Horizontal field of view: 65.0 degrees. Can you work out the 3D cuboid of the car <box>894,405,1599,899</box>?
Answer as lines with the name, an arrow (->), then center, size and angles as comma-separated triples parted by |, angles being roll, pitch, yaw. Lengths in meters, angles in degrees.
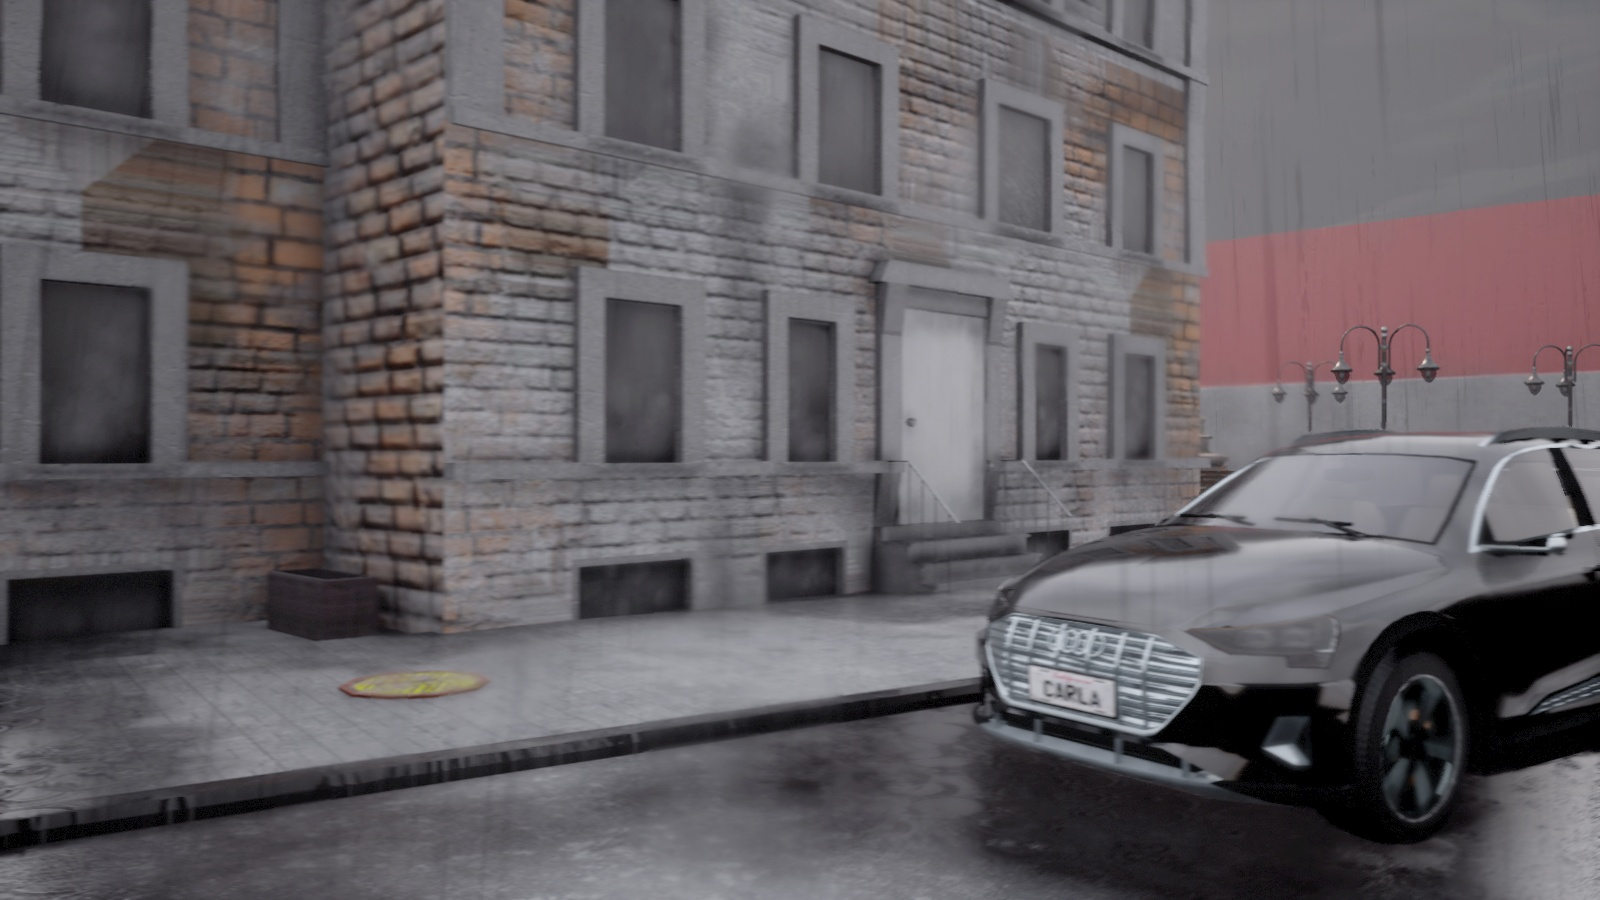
car -> 3.013, 0.676, 6.365 | 4.856, 1.649, 2.033 | 0, 0, -35
